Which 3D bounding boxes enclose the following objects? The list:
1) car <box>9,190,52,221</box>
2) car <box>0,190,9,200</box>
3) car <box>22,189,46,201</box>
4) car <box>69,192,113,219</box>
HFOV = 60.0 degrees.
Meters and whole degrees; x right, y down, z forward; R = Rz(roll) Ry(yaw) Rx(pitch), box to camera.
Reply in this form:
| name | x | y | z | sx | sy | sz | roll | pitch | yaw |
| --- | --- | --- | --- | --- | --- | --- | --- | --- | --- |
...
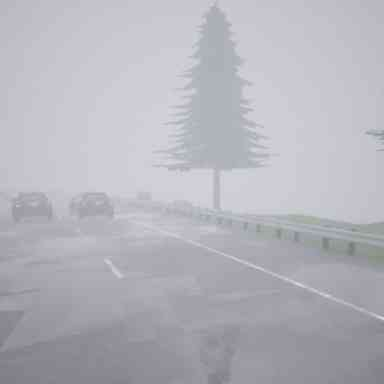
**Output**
| name | x | y | z | sx | sy | sz | roll | pitch | yaw |
| --- | --- | --- | --- | --- | --- | --- | --- | --- | --- |
| car | -10.350 | 0.764 | 21.349 | 2.097 | 1.767 | 4.553 | -1 | 2 | -30 |
| car | -24.357 | 0.398 | 42.436 | 1.994 | 1.385 | 4.181 | -1 | 2 | -38 |
| car | -20.510 | 0.382 | 43.138 | 1.994 | 1.385 | 4.181 | -1 | 2 | -38 |
| car | -6.836 | 0.743 | 22.234 | 2.097 | 1.767 | 4.553 | -1 | 2 | -30 |
